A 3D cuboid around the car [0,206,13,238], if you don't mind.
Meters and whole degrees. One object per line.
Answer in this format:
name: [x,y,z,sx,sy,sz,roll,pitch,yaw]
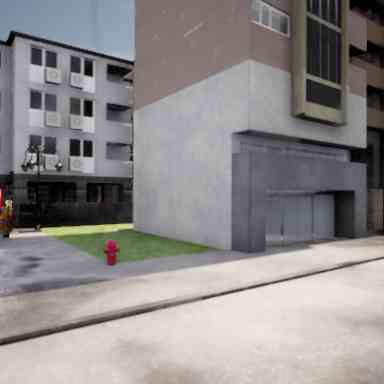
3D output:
car: [-9.870,1.426,16.404,1.816,1.474,4.193,0,0,-25]
